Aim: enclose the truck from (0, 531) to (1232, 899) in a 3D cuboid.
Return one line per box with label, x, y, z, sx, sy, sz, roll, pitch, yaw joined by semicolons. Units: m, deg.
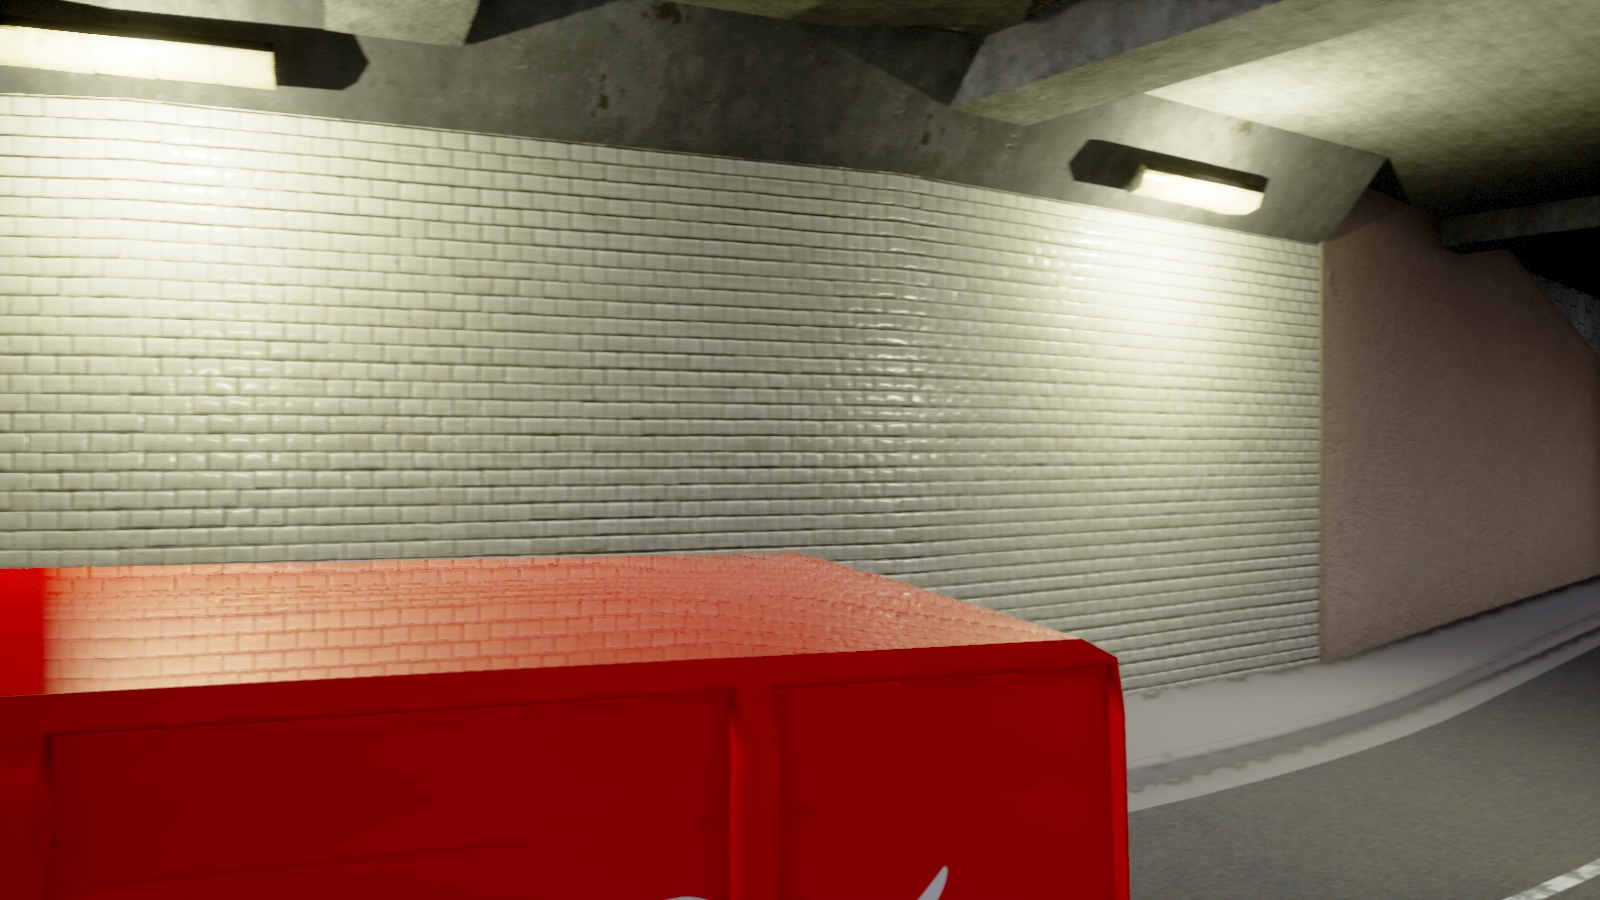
truck;-2.116;1.568;2.483;5.204;2.467;2.627;0;1;-18
